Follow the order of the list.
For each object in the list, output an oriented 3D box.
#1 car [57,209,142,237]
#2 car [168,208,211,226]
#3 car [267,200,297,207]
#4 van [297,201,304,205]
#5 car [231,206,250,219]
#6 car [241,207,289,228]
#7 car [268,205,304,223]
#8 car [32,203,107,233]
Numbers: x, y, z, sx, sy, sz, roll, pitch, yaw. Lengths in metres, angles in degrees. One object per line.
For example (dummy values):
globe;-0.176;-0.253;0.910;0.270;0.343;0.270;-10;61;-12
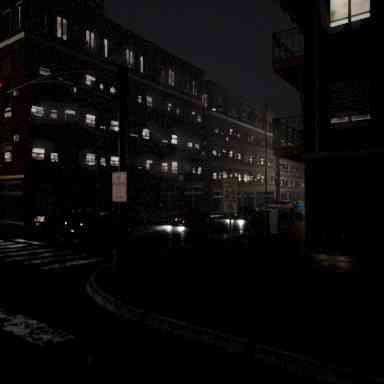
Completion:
car;-5.353;1.888;20.265;1.895;1.301;4.718;0;-1;36
car;-0.112;2.017;27.737;1.994;1.385;4.181;0;-1;34
car;11.781;2.053;44.655;2.150;2.045;5.566;0;-1;35
van;18.444;2.468;58.810;1.690;1.788;3.998;-2;-2;35
car;5.603;2.199;35.911;1.994;1.385;4.181;0;-1;34
car;5.776;2.050;26.123;1.802;1.307;4.206;-2;-2;35
car;9.034;2.123;30.782;2.008;1.369;4.403;-2;-2;35
car;-7.615;1.608;21.548;2.192;1.841;5.009;-1;-2;35
